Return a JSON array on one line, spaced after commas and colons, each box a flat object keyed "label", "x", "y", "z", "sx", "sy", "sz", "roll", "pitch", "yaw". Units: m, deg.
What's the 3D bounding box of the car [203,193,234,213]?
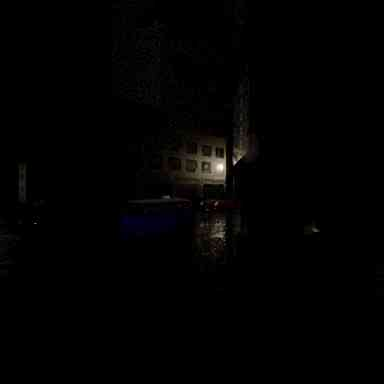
[{"label": "car", "x": 2.635, "y": 0.990, "z": 31.274, "sx": 2.097, "sy": 1.767, "sz": 4.553, "roll": 0, "pitch": 1, "yaw": 35}]

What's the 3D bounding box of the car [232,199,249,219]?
[{"label": "car", "x": 5.090, "y": 1.280, "z": 24.614, "sx": 2.008, "sy": 1.369, "sz": 4.403, "roll": 1, "pitch": 1, "yaw": 35}]

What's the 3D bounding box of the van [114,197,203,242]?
[{"label": "van", "x": -1.417, "y": 1.208, "z": 15.475, "sx": 1.690, "sy": 1.788, "sz": 3.998, "roll": 1, "pitch": 1, "yaw": 35}]

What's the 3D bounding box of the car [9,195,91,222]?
[{"label": "car", "x": -8.360, "y": 1.123, "z": 20.420, "sx": 2.192, "sy": 1.841, "sz": 5.009, "roll": 1, "pitch": 1, "yaw": 35}]

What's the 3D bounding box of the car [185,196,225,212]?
[{"label": "car", "x": 1.401, "y": 1.166, "z": 34.130, "sx": 1.947, "sy": 1.339, "sz": 4.313, "roll": 1, "pitch": 2, "yaw": 35}]

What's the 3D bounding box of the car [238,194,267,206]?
[{"label": "car", "x": 7.910, "y": 1.027, "z": 43.266, "sx": 1.947, "sy": 1.339, "sz": 4.313, "roll": 1, "pitch": 2, "yaw": 35}]

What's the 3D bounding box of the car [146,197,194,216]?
[{"label": "car", "x": -1.853, "y": 1.215, "z": 29.561, "sx": 1.887, "sy": 1.381, "sz": 4.507, "roll": 1, "pitch": 2, "yaw": 35}]

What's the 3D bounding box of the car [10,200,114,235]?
[{"label": "car", "x": -6.621, "y": 1.382, "z": 18.291, "sx": 2.033, "sy": 1.411, "sz": 5.357, "roll": 0, "pitch": 1, "yaw": 36}]
